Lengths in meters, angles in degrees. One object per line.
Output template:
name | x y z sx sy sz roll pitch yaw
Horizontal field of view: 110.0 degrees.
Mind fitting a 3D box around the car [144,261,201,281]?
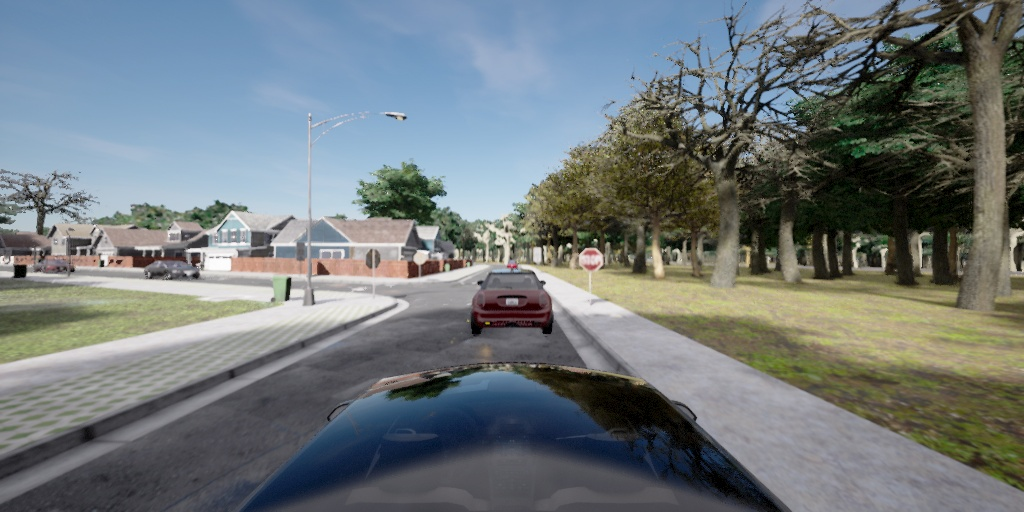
car | -26.589 1.122 28.072 4.902 1.511 2.128 0 0 23

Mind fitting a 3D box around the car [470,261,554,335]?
car | -0.012 1.146 10.878 2.097 1.767 4.553 0 0 0

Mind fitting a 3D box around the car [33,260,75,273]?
car | -47.365 1.063 37.083 4.181 1.385 1.994 0 0 24
